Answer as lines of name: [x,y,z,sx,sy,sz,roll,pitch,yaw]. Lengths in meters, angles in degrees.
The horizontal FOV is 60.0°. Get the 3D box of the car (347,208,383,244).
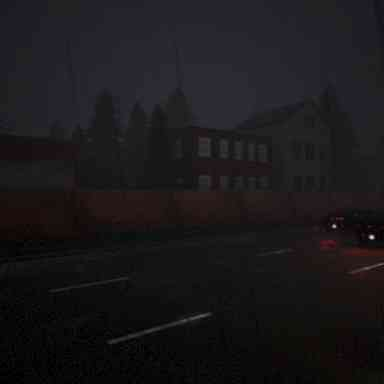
car: [9.380,1.597,15.261,4.892,1.490,1.837,-1,0,-37]

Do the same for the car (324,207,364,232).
car: [9.877,1.642,20.030,4.892,1.490,1.837,0,-1,-37]
